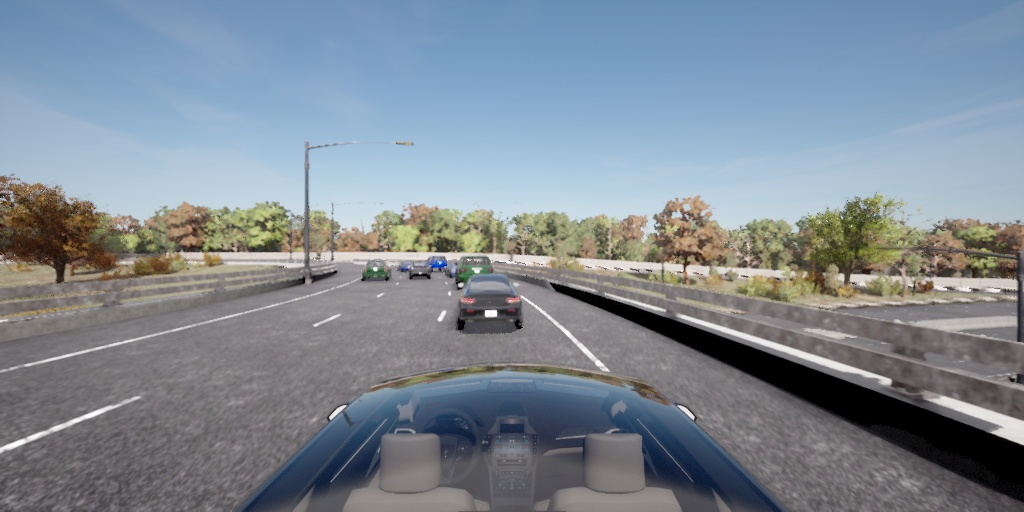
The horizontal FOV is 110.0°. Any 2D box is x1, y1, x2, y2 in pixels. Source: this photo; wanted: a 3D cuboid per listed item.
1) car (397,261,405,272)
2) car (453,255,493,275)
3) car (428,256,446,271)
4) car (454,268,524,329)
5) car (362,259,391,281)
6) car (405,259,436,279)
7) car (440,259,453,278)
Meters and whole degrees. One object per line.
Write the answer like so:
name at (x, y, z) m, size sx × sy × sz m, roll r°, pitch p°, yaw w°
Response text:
car at (-13.714, 1.336, 46.438) m, size 1.994 × 1.385 × 4.181 m, roll 0°, pitch 0°, yaw -24°
car at (-2.479, 0.978, 23.096) m, size 2.150 × 2.045 × 5.566 m, roll 0°, pitch 0°, yaw -11°
car at (-9.934, 0.987, 46.617) m, size 2.150 × 2.045 × 5.566 m, roll 0°, pitch 0°, yaw -24°
car at (-0.722, 1.278, 11.264) m, size 1.812 × 1.442 × 4.674 m, roll 0°, pitch 0°, yaw -5°
car at (-11.547, 1.118, 30.814) m, size 2.097 × 1.767 × 4.553 m, roll 0°, pitch 0°, yaw -16°
car at (-8.407, 1.256, 32.632) m, size 2.128 × 1.511 × 4.902 m, roll 0°, pitch 0°, yaw -16°
car at (-5.424, 1.309, 34.792) m, size 2.033 × 1.411 × 5.357 m, roll 0°, pitch 0°, yaw -17°
